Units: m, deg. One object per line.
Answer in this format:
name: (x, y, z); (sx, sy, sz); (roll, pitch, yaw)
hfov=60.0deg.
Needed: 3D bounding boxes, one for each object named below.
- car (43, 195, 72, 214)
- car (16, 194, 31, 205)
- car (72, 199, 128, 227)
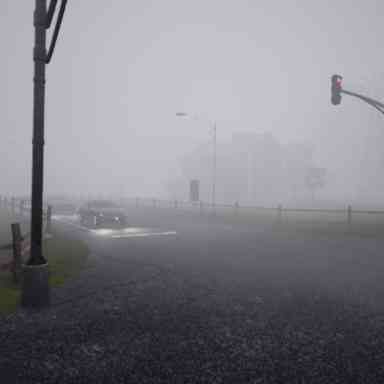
car: (-11.621, 1.049, 29.058); (1.882, 1.535, 5.008); (1, 0, -35)
car: (-21.436, 0.951, 42.951); (1.895, 1.301, 4.718); (1, 0, -35)
car: (-5.597, 1.213, 20.557); (1.837, 1.490, 4.892); (1, 0, -35)
